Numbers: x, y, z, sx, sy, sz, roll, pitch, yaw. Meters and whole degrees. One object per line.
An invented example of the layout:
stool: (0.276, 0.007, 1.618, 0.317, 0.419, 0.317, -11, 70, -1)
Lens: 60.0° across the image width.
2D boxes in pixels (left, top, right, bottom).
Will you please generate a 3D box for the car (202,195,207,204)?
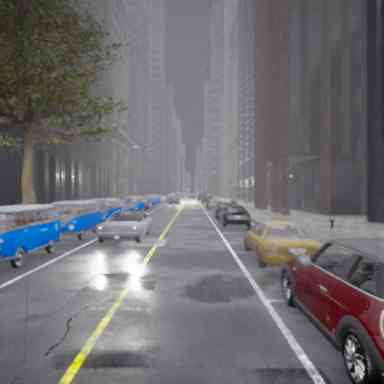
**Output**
car: (2.770, 1.491, 44.587, 1.947, 1.339, 4.313, 0, 0, 0)

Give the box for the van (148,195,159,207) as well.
van: (-5.754, 1.267, 44.579, 1.690, 1.788, 3.998, 0, 0, 0)

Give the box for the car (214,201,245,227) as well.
car: (2.767, 1.526, 22.112, 1.947, 1.339, 4.313, 0, 0, 0)

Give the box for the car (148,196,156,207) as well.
car: (-5.755, 1.478, 38.961, 1.887, 1.381, 4.507, 0, 0, 0)

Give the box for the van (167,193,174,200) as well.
van: (-5.748, 1.220, 89.527, 1.690, 1.788, 3.998, 0, 0, 0)

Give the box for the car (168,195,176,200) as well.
car: (-5.747, 1.426, 95.145, 2.008, 1.369, 4.403, 0, 0, 0)

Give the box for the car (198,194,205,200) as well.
car: (2.778, 1.400, 95.326, 1.752, 1.417, 4.829, 0, 0, 0)

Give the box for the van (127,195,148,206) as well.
van: (-5.756, 1.283, 33.343, 1.690, 1.788, 3.998, 0, 0, 0)

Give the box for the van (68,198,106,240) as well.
van: (-5.759, 1.311, 16.488, 1.690, 1.788, 3.998, 0, 0, 0)

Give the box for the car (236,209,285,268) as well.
car: (2.765, 1.504, 11.044, 1.752, 1.417, 4.829, 0, 0, 0)

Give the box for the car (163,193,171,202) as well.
car: (-5.752, 1.424, 66.883, 1.752, 1.417, 4.829, 0, 0, 0)

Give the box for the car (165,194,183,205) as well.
car: (-3.041, 1.456, 57.137, 2.033, 1.411, 5.357, 0, 0, 1)

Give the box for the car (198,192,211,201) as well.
car: (2.773, 1.219, 61.444, 2.192, 1.841, 5.009, 0, 0, 0)

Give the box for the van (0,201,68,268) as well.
van: (-5.759, 1.321, 10.869, 1.690, 1.788, 3.998, 0, 0, 0)

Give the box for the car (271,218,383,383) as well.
car: (2.765, 1.430, 5.256, 1.967, 1.590, 4.097, 0, 0, 0)

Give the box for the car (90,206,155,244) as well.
car: (-3.098, 1.571, 15.941, 1.895, 1.301, 4.718, 0, 0, 0)

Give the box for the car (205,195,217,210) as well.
car: (2.770, 1.459, 39.138, 1.752, 1.417, 4.829, 0, 0, 0)

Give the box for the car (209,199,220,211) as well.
car: (2.768, 1.517, 27.731, 1.947, 1.339, 4.313, 0, 0, 0)

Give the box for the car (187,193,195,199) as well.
car: (0.015, 1.235, 94.794, 1.837, 1.490, 4.892, 0, 0, 0)

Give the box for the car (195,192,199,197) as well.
car: (2.406, 1.117, 76.696, 2.150, 2.045, 5.566, 0, 0, 0)

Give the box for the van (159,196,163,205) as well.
van: (-5.754, 1.259, 50.198, 1.690, 1.788, 3.998, 0, 0, 0)

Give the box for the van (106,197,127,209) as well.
van: (-5.758, 1.301, 22.106, 1.690, 1.788, 3.998, 0, 0, 0)
